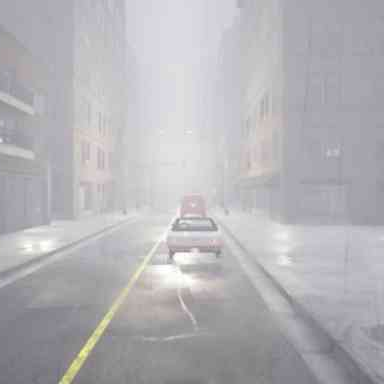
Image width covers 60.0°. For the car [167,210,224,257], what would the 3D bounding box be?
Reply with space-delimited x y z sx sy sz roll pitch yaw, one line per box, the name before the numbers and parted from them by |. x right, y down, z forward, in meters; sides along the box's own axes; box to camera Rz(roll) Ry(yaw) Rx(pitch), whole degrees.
car | 0.100 1.606 13.020 1.895 1.301 4.718 0 0 0

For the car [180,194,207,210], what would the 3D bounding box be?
car | 0.103 1.231 29.404 2.150 2.045 5.566 0 0 0
